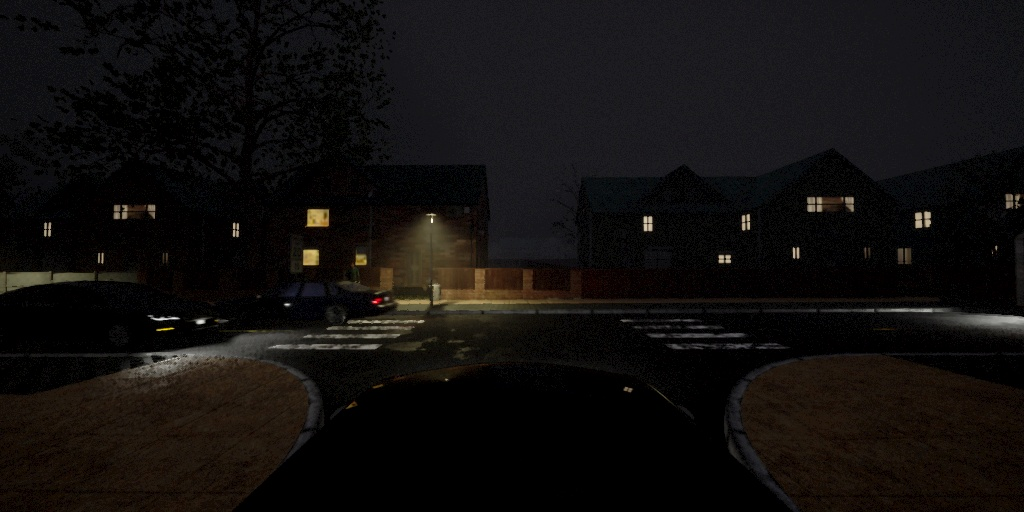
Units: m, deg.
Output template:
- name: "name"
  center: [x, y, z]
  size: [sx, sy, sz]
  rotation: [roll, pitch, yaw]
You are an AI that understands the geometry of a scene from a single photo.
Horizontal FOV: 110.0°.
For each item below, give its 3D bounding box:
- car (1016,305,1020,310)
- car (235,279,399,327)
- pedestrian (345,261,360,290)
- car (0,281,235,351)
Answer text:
- name: "car"
  center: [18.359, 1.240, 10.818]
  size: [4.181, 1.385, 1.994]
  rotation: [0, -1, 2]
- name: "car"
  center: [-6.508, 1.445, 11.560]
  size: [5.357, 1.411, 2.033]
  rotation: [-1, -1, 2]
- name: "pedestrian"
  center: [-6.468, 1.113, 14.482]
  size: [0.375, 1.860, 0.375]
  rotation: [0, -1, 2]
- name: "car"
  center: [-9.930, 1.361, 8.714]
  size: [4.892, 1.490, 1.837]
  rotation: [-1, -1, 2]
